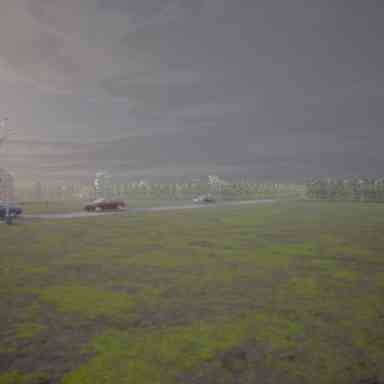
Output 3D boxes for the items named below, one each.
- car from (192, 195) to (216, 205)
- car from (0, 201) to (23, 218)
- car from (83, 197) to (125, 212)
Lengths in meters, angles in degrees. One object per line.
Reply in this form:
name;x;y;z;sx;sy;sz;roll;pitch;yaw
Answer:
car;1.992;1.201;52.911;2.128;1.511;4.902;-1;0;38
car;-16.790;1.525;28.003;1.812;1.442;4.674;-1;0;36
car;-9.828;1.368;37.300;1.882;1.535;5.008;-1;0;37
